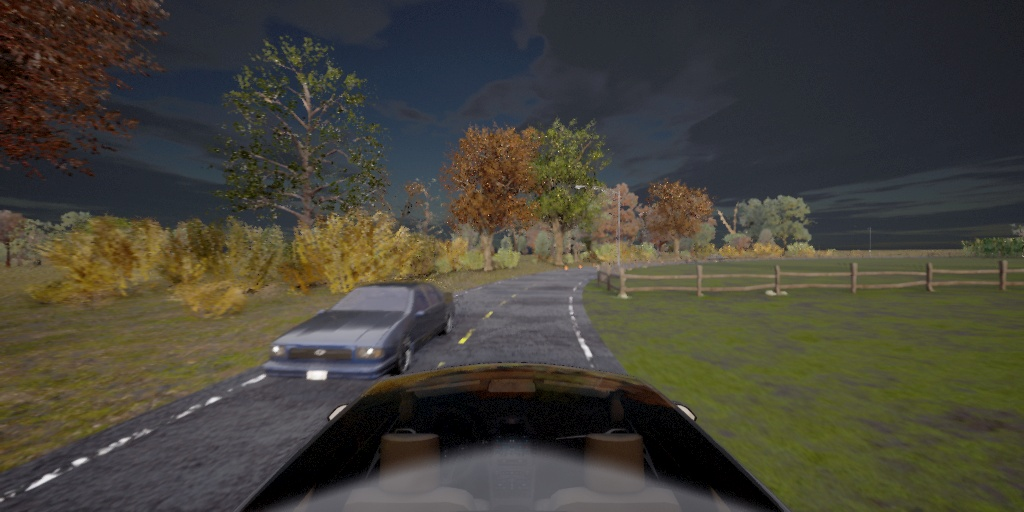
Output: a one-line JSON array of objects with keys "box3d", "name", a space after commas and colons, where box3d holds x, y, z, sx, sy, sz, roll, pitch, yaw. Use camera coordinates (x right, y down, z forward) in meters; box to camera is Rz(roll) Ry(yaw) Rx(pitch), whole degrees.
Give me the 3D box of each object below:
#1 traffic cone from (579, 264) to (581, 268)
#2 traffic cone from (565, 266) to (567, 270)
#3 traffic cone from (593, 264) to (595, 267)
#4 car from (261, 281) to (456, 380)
[{"box3d": [9.079, 1.328, 47.622, 0.340, 0.580, 0.340, 0, 0, 31], "name": "traffic cone"}, {"box3d": [6.524, 1.388, 43.158, 0.340, 0.580, 0.340, 0, 0, 28], "name": "traffic cone"}, {"box3d": [11.889, 1.272, 51.929, 0.340, 0.580, 0.340, 0, 0, 35], "name": "traffic cone"}, {"box3d": [-2.547, 1.266, 7.653, 2.033, 1.411, 5.357, 0, 0, 4], "name": "car"}]
